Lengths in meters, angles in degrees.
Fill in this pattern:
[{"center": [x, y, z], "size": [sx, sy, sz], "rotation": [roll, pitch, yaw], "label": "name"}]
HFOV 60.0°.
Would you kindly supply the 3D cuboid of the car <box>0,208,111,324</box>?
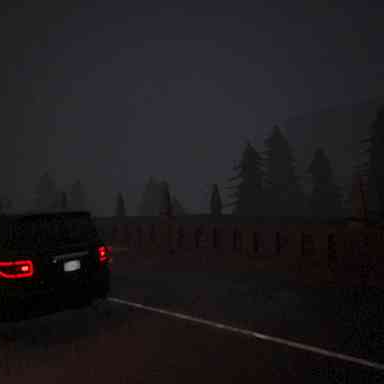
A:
[{"center": [-4.114, 1.375, 6.927], "size": [5.566, 2.045, 2.150], "rotation": [-2, -1, 35], "label": "car"}]
